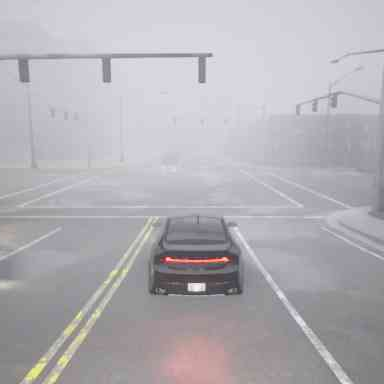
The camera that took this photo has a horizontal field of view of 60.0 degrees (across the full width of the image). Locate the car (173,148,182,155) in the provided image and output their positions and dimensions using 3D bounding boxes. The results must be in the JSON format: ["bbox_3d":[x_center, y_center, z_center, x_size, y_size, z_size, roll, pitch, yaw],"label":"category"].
[{"bbox_3d":[-3.491,-10.098,82.981,2.097,1.767,4.553,0,9,0],"label":"car"}]

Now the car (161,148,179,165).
[{"bbox_3d":[-3.580,-5.438,51.986,2.150,2.045,5.566,0,9,0],"label":"car"}]

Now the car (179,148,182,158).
[{"bbox_3d":[-3.493,-7.656,68.456,2.033,1.411,5.357,0,9,0],"label":"car"}]

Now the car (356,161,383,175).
[{"bbox_3d":[20.255,-2.676,36.316,4.181,1.385,1.994,0,9,0],"label":"car"}]

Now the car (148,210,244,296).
[{"bbox_3d":[0.072,1.198,8.032,1.837,1.490,4.892,0,4,0],"label":"car"}]
